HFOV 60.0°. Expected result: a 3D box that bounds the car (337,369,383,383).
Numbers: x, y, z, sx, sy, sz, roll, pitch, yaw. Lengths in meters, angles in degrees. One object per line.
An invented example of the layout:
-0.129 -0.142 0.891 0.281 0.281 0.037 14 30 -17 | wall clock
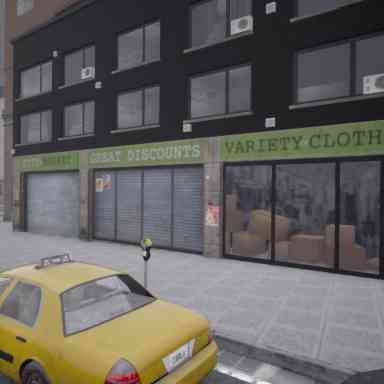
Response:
2.689 1.551 1.177 4.403 1.369 2.008 0 1 35 | car

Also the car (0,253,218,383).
-2.003 1.524 4.510 4.829 1.417 1.752 0 1 35 | car
